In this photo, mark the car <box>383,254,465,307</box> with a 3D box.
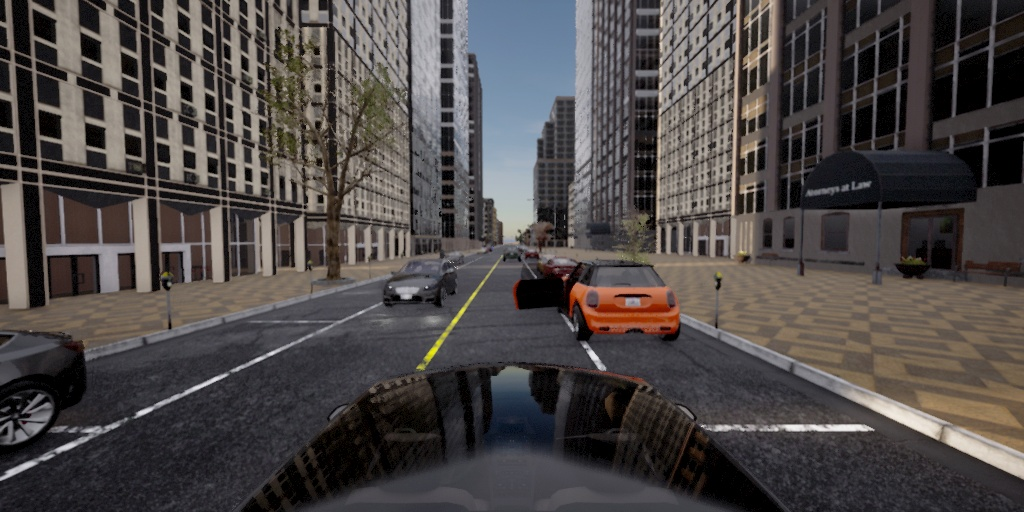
[{"bbox_3d":[-3.126,0.858,13.050,2.128,1.511,4.902,0,2,0],"label":"car"}]

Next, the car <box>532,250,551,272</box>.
[{"bbox_3d":[2.632,0.485,25.056,1.751,1.417,4.829,0,0,0],"label":"car"}]

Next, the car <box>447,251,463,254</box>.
[{"bbox_3d":[-5.776,0.132,36.134,2.007,1.370,4.403,0,0,0],"label":"car"}]

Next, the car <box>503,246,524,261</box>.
[{"bbox_3d":[-0.010,-0.323,43.574,2.097,1.767,4.553,0,2,0],"label":"car"}]

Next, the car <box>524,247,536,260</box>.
[{"bbox_3d":[2.577,-0.266,47.444,1.888,1.381,4.507,0,0,0],"label":"car"}]

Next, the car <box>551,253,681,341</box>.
[{"bbox_3d":[2.370,0.846,9.168,2.097,1.767,4.553,0,2,0],"label":"car"}]

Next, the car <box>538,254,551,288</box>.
[{"bbox_3d":[2.646,0.697,19.246,1.888,1.381,4.507,0,0,0],"label":"car"}]

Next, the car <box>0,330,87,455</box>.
[{"bbox_3d":[-5.693,1.300,2.305,1.948,1.339,4.313,0,0,0],"label":"car"}]
